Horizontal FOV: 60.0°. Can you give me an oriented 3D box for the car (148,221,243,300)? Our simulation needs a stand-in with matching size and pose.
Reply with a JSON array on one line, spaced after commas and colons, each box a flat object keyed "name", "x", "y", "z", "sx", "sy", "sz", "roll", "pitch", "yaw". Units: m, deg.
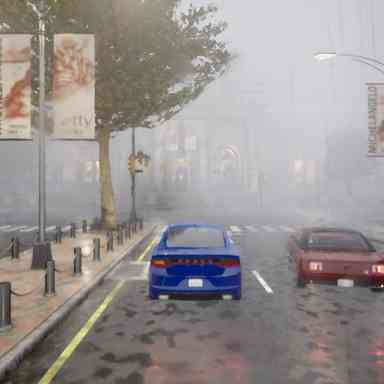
[{"name": "car", "x": 0.073, "y": 1.475, "z": 8.428, "sx": 1.882, "sy": 1.535, "sz": 5.008, "roll": 0, "pitch": 0, "yaw": 0}]

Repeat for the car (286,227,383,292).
[{"name": "car", "x": 3.679, "y": 1.598, "z": 9.054, "sx": 1.895, "sy": 1.301, "sz": 4.718, "roll": 0, "pitch": 0, "yaw": 13}]
